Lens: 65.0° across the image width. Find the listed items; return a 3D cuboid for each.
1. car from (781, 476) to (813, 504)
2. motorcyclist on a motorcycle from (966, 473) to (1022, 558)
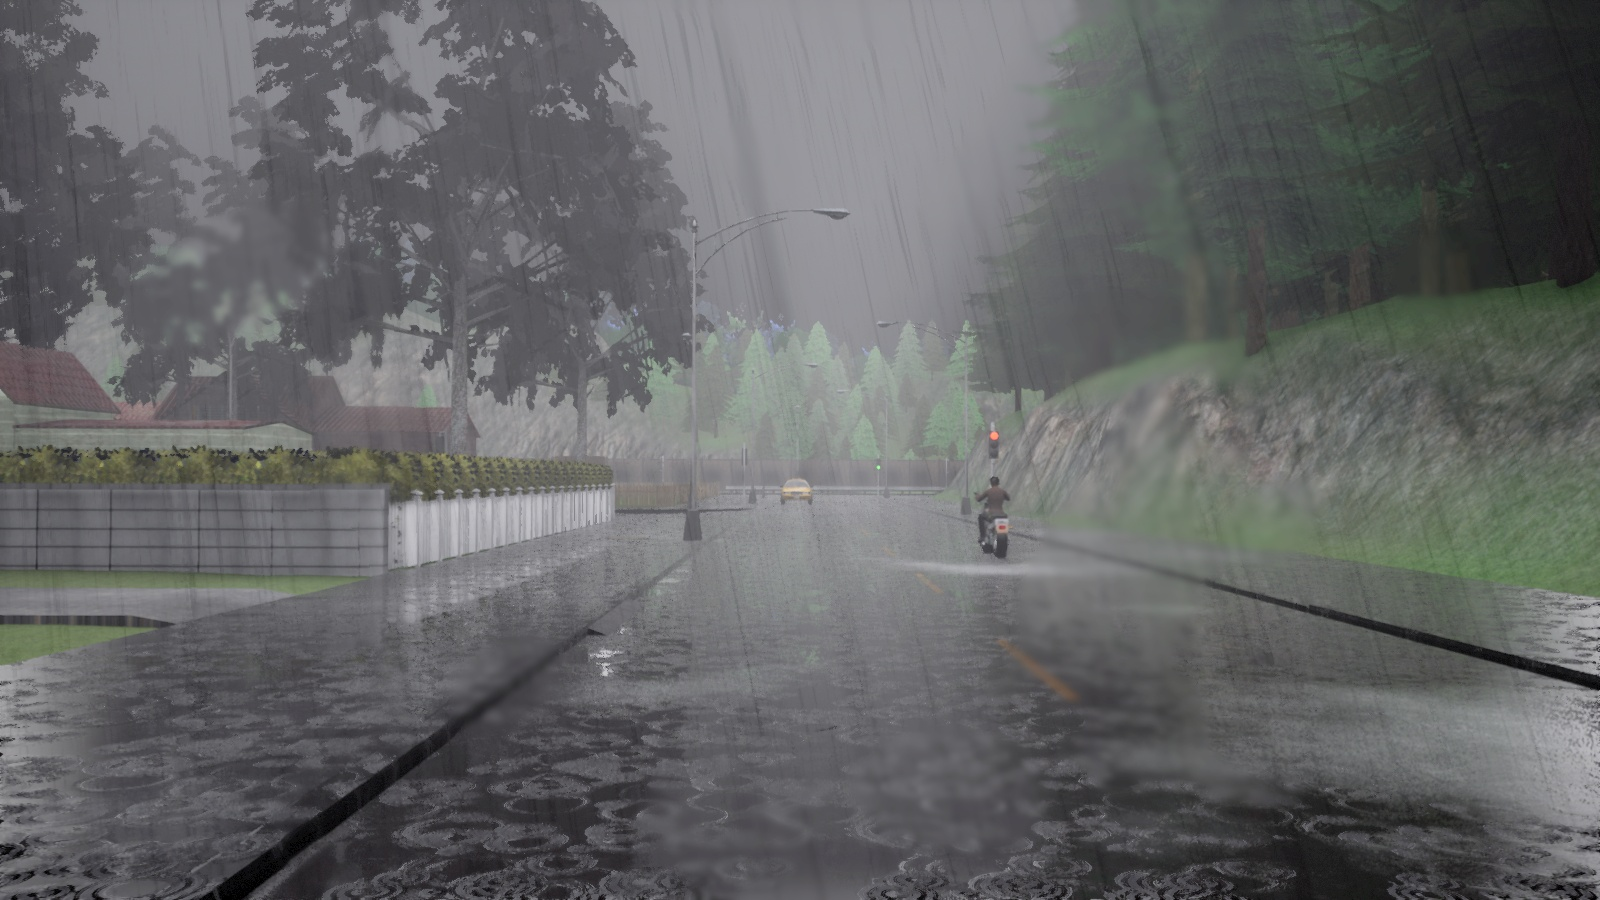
[{"bbox_3d":[-0.183,2.340,73.669,1.801,1.575,5.366,0,-1,0],"label":"car"},{"bbox_3d":[3.936,1.306,25.619,0.766,1.649,2.350,0,-1,0],"label":"motorcyclist on a motorcycle"}]
